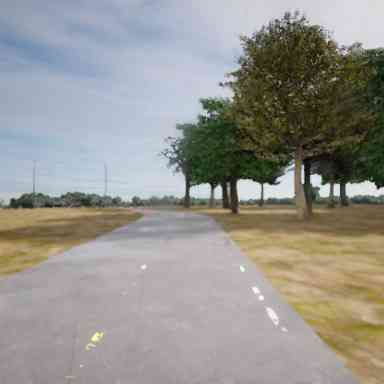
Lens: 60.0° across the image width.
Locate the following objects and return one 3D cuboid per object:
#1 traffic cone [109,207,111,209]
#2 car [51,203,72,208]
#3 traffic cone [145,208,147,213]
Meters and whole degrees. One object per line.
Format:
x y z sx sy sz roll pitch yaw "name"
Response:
-14.935 2.733 60.474 0.340 0.580 0.340 3 -3 -40 "traffic cone"
-28.877 2.993 73.914 4.718 1.301 1.895 -2 -4 25 "car"
-6.023 2.459 43.972 0.340 0.580 0.340 1 -1 -16 "traffic cone"
